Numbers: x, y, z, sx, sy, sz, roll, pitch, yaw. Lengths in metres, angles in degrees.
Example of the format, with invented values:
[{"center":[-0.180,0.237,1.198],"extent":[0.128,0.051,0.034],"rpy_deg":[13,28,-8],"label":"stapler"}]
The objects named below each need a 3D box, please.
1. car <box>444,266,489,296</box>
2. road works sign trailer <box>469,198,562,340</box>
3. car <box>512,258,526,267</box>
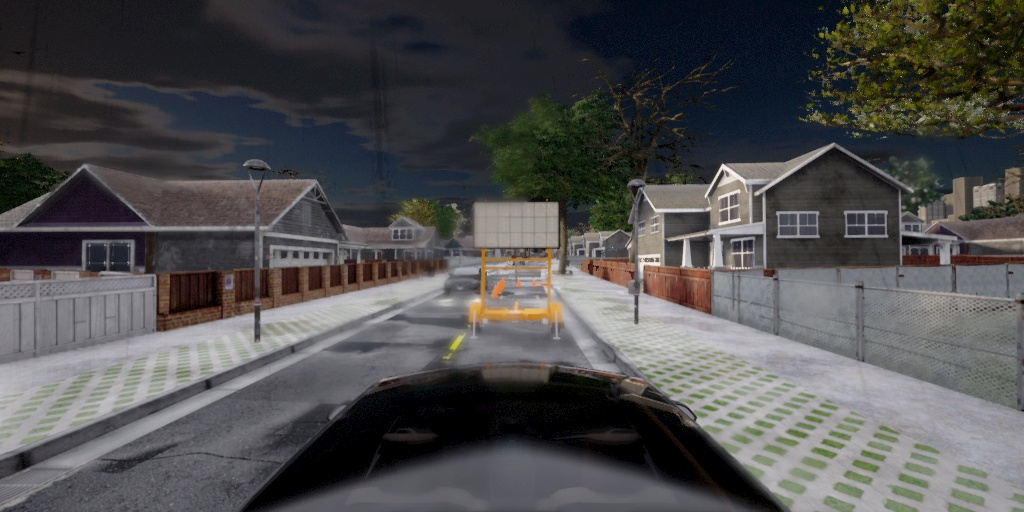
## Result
[{"center":[-2.346,1.258,19.288],"extent":[1.812,1.442,4.674],"rpy_deg":[0,0,3],"label":"car"},{"center":[0.126,0.210,10.022],"extent":[2.380,3.560,2.880],"rpy_deg":[0,0,2],"label":"road works sign trailer"},{"center":[1.249,1.020,61.155],"extent":[1.994,1.385,4.181],"rpy_deg":[0,0,6],"label":"car"}]
